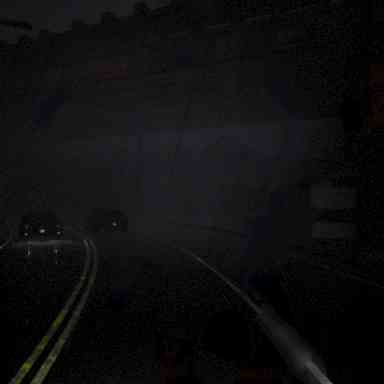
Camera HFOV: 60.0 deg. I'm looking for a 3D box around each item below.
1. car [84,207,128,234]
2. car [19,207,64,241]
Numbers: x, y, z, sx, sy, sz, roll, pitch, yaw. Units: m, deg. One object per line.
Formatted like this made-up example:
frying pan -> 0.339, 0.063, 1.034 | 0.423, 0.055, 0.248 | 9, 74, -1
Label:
car -> -5.470, 1.701, 20.805 | 1.882, 1.535, 5.008 | 1, -2, -27
car -> -8.056, 1.719, 17.747 | 1.994, 1.385, 4.181 | 1, -1, -27
